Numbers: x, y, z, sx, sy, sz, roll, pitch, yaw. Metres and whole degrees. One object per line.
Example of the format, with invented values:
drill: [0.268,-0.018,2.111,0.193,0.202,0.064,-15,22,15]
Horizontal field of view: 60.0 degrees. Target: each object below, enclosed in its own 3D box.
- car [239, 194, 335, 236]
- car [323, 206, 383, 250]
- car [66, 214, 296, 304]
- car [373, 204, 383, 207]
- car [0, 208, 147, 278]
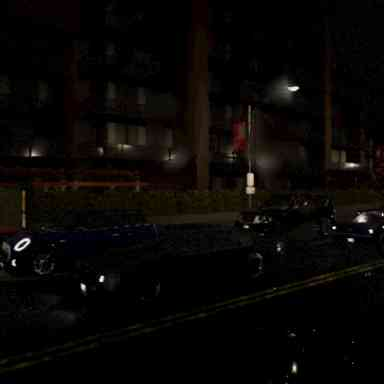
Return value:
car: [4.594,1.116,15.875,5.566,2.045,2.150,-1,0,-35]
car: [7.794,1.484,13.861,4.718,1.301,1.895,-1,0,-36]
car: [-0.034,1.510,8.270,5.357,1.411,2.033,-1,0,-36]
car: [12.709,1.413,21.696,4.718,1.301,1.895,-1,0,-36]
car: [-3.282,1.326,10.252,4.553,1.767,2.097,-1,0,-36]
